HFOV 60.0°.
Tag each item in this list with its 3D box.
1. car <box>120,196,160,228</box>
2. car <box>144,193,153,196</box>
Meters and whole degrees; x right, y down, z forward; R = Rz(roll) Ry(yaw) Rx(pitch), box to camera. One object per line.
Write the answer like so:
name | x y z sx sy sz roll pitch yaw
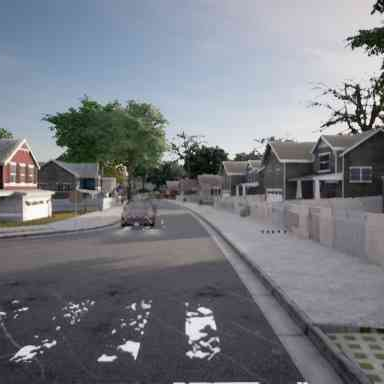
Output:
car | -3.441 1.352 22.167 2.097 1.767 4.553 0 0 -3
car | -9.240 1.187 71.692 2.150 2.045 5.566 0 0 -10
